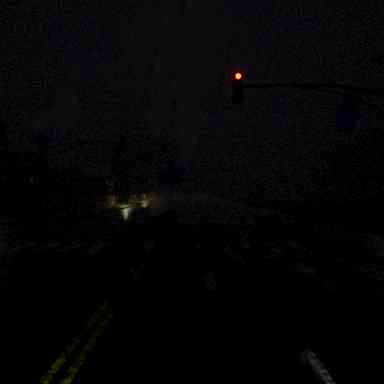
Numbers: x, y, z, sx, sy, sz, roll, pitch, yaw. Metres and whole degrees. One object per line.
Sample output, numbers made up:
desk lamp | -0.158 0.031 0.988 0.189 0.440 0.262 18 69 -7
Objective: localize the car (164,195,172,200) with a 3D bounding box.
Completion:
car | -6.364 1.470 87.812 2.128 1.511 4.902 0 0 0
